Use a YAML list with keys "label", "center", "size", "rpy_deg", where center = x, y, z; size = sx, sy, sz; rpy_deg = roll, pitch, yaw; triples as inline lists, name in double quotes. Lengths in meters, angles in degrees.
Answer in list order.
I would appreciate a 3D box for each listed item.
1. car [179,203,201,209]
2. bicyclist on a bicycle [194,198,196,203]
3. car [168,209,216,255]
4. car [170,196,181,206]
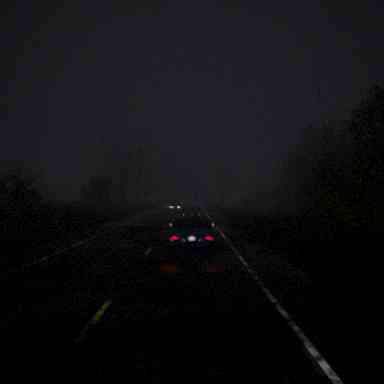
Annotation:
- label: "car"
  center: [-0.016, 1.881, 29.085]
  size: [1.895, 1.301, 4.718]
  rpy_deg: [0, -1, 0]
- label: "bicyclist on a bicycle"
  center: [0.908, 2.426, 93.345]
  size: [0.582, 1.620, 1.656]
  rpy_deg: [0, -1, 0]
- label: "car"
  center: [-0.007, 1.679, 13.967]
  size: [2.033, 1.411, 5.357]
  rpy_deg: [0, -1, 0]
- label: "car"
  center: [-3.540, 1.941, 70.955]
  size: [2.150, 2.045, 5.566]
  rpy_deg: [0, -1, 0]
